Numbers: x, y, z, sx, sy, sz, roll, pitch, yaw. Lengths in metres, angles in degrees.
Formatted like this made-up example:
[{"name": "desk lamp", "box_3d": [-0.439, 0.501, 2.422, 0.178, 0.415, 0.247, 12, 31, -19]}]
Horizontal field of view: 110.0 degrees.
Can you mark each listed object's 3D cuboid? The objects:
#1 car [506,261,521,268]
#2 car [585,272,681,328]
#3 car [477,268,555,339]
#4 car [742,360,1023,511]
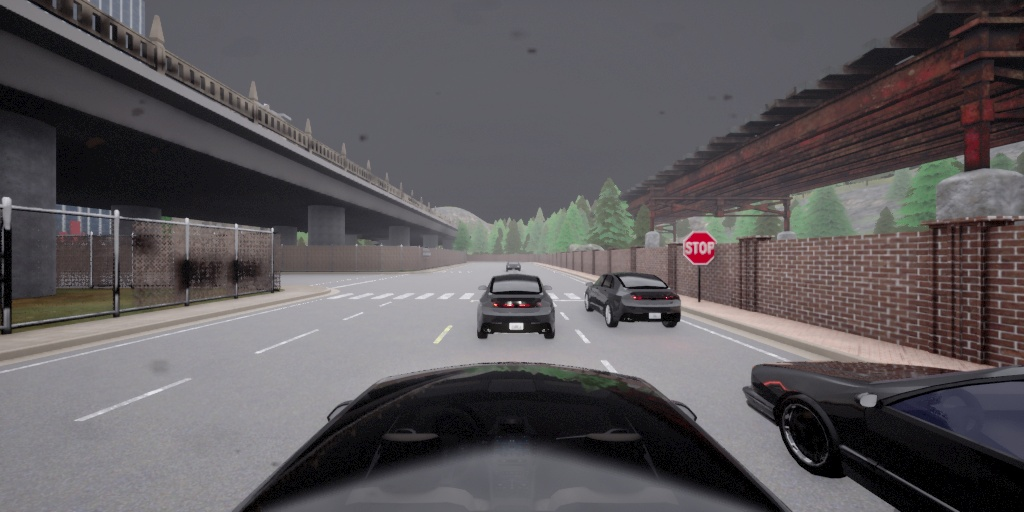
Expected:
[{"name": "car", "box_3d": [0.164, 1.351, 46.346, 1.895, 1.301, 4.718, 0, 0, -1]}, {"name": "car", "box_3d": [3.596, 1.255, 11.428, 1.837, 1.490, 4.892, 0, 0, 0]}, {"name": "car", "box_3d": [0.095, 1.255, 10.067, 1.837, 1.490, 4.892, 0, 0, 0]}, {"name": "car", "box_3d": [3.600, 1.297, 1.681, 2.033, 1.411, 5.357, 0, 0, 0]}]
